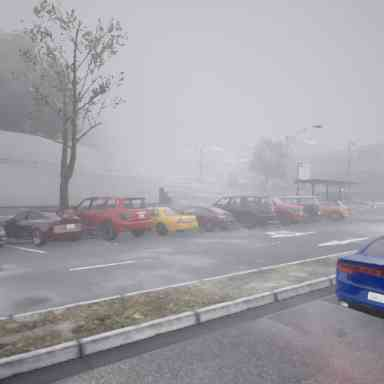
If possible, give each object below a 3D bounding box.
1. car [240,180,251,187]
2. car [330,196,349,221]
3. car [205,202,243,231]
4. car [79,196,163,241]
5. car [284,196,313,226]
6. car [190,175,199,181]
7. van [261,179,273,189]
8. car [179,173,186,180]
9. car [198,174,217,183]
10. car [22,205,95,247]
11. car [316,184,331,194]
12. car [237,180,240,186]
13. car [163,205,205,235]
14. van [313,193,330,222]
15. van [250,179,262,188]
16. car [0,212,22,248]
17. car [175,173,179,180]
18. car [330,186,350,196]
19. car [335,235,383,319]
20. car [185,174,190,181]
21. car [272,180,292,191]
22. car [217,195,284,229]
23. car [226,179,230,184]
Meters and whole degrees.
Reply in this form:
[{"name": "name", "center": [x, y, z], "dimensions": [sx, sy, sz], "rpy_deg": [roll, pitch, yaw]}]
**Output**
[{"name": "car", "center": [13.245, -1.811, 73.225], "dimensions": [1.946, 1.575, 5.366], "rpy_deg": [7, 3, 35]}, {"name": "car", "center": [10.279, 1.403, 27.312], "dimensions": [4.553, 1.767, 2.185], "rpy_deg": [-1, -1, 35]}, {"name": "car", "center": [0.384, 1.548, 20.438], "dimensions": [4.674, 1.452, 2.002], "rpy_deg": [-1, -1, 35]}, {"name": "car", "center": [-4.545, 1.248, 16.987], "dimensions": [5.566, 2.045, 2.435], "rpy_deg": [-1, -1, 35]}, {"name": "car", "center": [5.328, 1.267, 23.896], "dimensions": [5.566, 2.045, 2.435], "rpy_deg": [-1, -1, 35]}, {"name": "car", "center": [2.727, -3.698, 87.786], "dimensions": [2.435, 2.045, 5.566], "rpy_deg": [7, 3, 34]}, {"name": "van", "center": [16.543, -1.490, 68.020], "dimensions": [1.878, 1.987, 4.442], "rpy_deg": [7, 4, 35]}, {"name": "car", "center": [-0.792, -4.084, 92.726], "dimensions": [2.185, 1.767, 4.553], "rpy_deg": [4, 1, 34]}, {"name": "car", "center": [4.576, -3.175, 85.525], "dimensions": [1.946, 1.575, 5.366], "rpy_deg": [7, 3, 34]}, {"name": "car", "center": [-6.992, 1.524, 15.244], "dimensions": [4.792, 1.488, 2.163], "rpy_deg": [-1, -1, 35]}, {"name": "car", "center": [23.505, -0.426, 58.266], "dimensions": [2.435, 2.045, 5.566], "rpy_deg": [7, 3, 35]}, {"name": "car", "center": [11.415, -2.043, 75.547], "dimensions": [2.002, 1.452, 4.674], "rpy_deg": [7, 4, 35]}, {"name": "car", "center": [-2.224, 1.503, 18.812], "dimensions": [5.366, 1.575, 1.946], "rpy_deg": [-1, -1, 35]}, {"name": "van", "center": [7.868, 1.297, 25.564], "dimensions": [4.442, 1.987, 1.878], "rpy_deg": [-1, -1, 35]}, {"name": "van", "center": [14.817, -1.763, 70.492], "dimensions": [1.878, 1.987, 4.442], "rpy_deg": [7, 4, 35]}, {"name": "car", "center": [-9.413, 1.493, 13.500], "dimensions": [4.892, 1.521, 2.231], "rpy_deg": [-1, -1, 35]}, {"name": "car", "center": [-2.562, -4.361, 95.075], "dimensions": [2.435, 2.045, 5.566], "rpy_deg": [1, -1, 34]}, {"name": "car", "center": [25.194, 0.137, 55.792], "dimensions": [2.002, 1.452, 4.674], "rpy_deg": [7, 3, 35]}, {"name": "car", "center": [4.884, 1.487, 6.602], "dimensions": [5.008, 1.535, 1.882], "rpy_deg": [0, 0, -35]}, {"name": "car", "center": [0.935, -3.850, 90.254], "dimensions": [2.185, 1.767, 4.553], "rpy_deg": [6, 3, 34]}, {"name": "car", "center": [18.301, -0.992, 65.656], "dimensions": [2.231, 1.521, 4.892], "rpy_deg": [7, 3, 35]}, {"name": "car", "center": [2.813, 1.262, 22.193], "dimensions": [5.566, 2.045, 2.435], "rpy_deg": [-1, -1, 35]}, {"name": "car", "center": [9.675, -2.316, 78.011], "dimensions": [2.002, 1.452, 4.674], "rpy_deg": [7, 3, 35]}]
